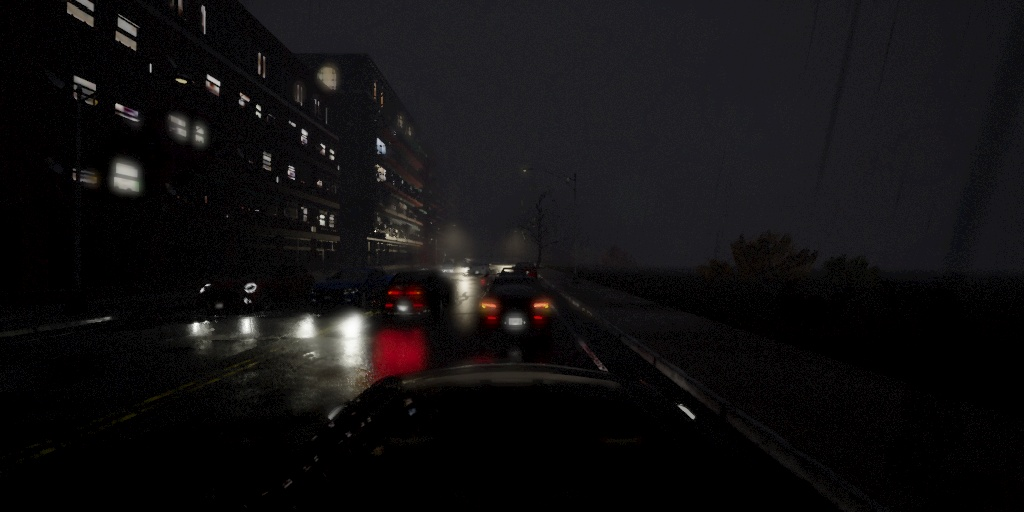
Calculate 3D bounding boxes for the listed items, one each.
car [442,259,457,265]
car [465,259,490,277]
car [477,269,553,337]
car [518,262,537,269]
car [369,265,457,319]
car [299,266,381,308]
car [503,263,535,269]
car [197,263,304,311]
[{"bbox_3d":[-9.987,1.243,57.726,2.128,1.511,4.902,0,0,0],"label":"car"},{"bbox_3d":[-3.241,1.279,35.578,1.812,1.442,4.674,0,0,0],"label":"car"},{"bbox_3d":[0.069,1.277,10.203,1.812,1.442,4.674,0,0,0],"label":"car"},{"bbox_3d":[1.061,1.232,29.899,1.882,1.535,5.008,0,0,0],"label":"car"},{"bbox_3d":[-3.181,1.257,12.875,1.837,1.490,4.892,0,0,0],"label":"car"},{"bbox_3d":[-6.638,1.230,15.403,1.882,1.535,5.008,0,0,0],"label":"car"},{"bbox_3d":[0.050,1.317,20.370,1.994,1.385,4.181,0,0,0],"label":"car"},{"bbox_3d":[-9.886,1.104,14.349,2.097,1.767,4.553,0,0,0],"label":"car"}]
